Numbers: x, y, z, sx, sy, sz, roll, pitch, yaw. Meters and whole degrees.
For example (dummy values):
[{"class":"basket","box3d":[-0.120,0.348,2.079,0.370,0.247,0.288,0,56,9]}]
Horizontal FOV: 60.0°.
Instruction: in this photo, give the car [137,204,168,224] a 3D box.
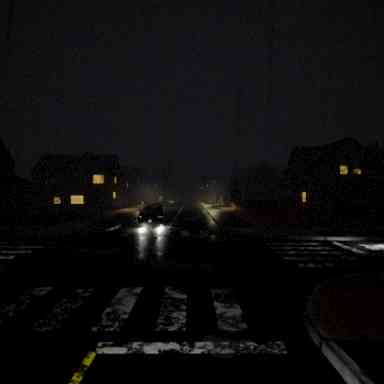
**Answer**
[{"class":"car","box3d":[-2.832,1.581,25.017,2.033,1.411,5.357,0,0,0]}]
